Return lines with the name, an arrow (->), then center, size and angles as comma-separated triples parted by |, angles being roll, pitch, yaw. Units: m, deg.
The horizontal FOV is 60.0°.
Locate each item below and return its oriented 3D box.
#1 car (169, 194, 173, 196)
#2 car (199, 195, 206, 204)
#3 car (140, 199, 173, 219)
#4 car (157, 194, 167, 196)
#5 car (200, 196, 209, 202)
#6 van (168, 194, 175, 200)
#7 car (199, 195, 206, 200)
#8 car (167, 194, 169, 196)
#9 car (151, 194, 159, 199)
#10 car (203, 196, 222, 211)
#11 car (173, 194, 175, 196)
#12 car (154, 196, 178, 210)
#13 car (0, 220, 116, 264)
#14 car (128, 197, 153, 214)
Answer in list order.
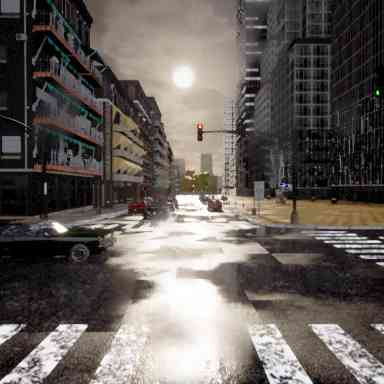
car -> -5.563, 1.580, 69.226 | 1.802, 1.307, 4.206 | -1, 0, 0
car -> 2.773, 1.548, 63.617 | 2.008, 1.369, 4.403 | -1, 0, 0
car -> -3.042, 1.558, 29.105 | 1.994, 1.385, 4.181 | 0, 0, 0
car -> -5.600, 1.310, 52.279 | 2.192, 1.841, 5.009 | -1, 0, 0
car -> 2.796, 1.544, 74.915 | 1.887, 1.381, 4.507 | -1, 0, 0
van -> -5.520, 1.345, 91.820 | 1.690, 1.788, 3.998 | -1, 0, 0
car -> 2.830, 1.530, 92.033 | 1.752, 1.417, 4.829 | -1, 0, 0
car -> -5.587, 1.436, 57.927 | 1.967, 1.590, 4.097 | -1, 0, 0
car -> -5.621, 1.434, 40.981 | 1.967, 1.590, 4.097 | -1, 0, 0
car -> 2.727, 1.538, 41.021 | 1.887, 1.381, 4.507 | -1, 0, 0
car -> -5.532, 1.317, 86.173 | 2.192, 1.841, 5.009 | -1, 0, 0
car -> -3.017, 1.498, 39.015 | 1.837, 1.490, 4.892 | 0, 0, 0
car -> -5.097, 1.630, 11.468 | 4.718, 1.301, 1.895 | 0, 1, 0
car -> -5.631, 1.539, 35.332 | 1.887, 1.381, 4.507 | -1, 0, 0
